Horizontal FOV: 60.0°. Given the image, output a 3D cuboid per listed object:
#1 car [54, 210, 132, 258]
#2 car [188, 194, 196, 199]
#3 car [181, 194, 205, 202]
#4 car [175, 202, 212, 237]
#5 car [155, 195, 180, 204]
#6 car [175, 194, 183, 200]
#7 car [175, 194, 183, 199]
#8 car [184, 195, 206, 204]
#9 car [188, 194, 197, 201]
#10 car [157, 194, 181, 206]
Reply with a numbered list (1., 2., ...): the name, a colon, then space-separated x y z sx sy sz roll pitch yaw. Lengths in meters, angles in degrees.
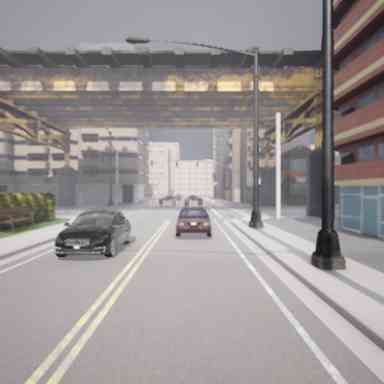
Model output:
1. car: -3.531 1.470 12.660 1.837 1.490 4.892 0 0 0
2. car: 0.060 1.066 77.700 1.853 1.218 4.536 0 0 0
3. car: 0.459 1.302 51.053 2.038 1.542 4.974 0 0 -20
4. car: 0.081 1.495 17.811 2.033 1.411 5.357 0 0 0
5. car: -3.680 1.144 51.403 1.853 1.218 4.536 0 0 25
6. car: -3.381 1.199 86.167 2.038 1.542 4.974 0 0 0
7. car: -3.381 1.041 86.218 1.853 1.218 4.536 0 0 0
8. car: 0.441 1.145 51.101 1.853 1.218 4.536 0 0 -20
9. car: 0.060 1.224 77.649 2.038 1.542 4.974 0 0 0
10. car: -3.701 1.301 51.356 2.038 1.542 4.974 0 0 25
